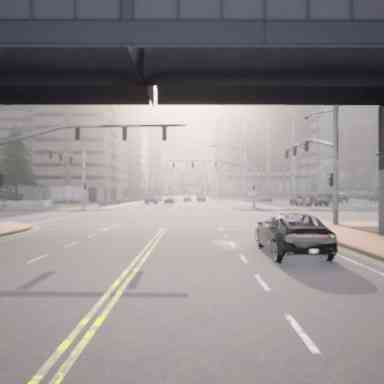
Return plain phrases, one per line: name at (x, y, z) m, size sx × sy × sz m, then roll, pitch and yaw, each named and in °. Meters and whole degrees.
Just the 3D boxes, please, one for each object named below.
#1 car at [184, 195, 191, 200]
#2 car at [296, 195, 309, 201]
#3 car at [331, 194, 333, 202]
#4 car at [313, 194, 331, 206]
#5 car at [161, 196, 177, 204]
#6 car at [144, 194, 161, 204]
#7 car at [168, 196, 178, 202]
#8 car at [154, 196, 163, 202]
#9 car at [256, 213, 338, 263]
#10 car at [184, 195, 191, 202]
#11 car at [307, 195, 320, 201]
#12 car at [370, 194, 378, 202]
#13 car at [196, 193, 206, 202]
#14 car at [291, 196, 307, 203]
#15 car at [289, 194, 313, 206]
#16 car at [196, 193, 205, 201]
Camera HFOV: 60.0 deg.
car at (-1.162, 1.482, 90.420) m, size 1.882 × 1.535 × 5.008 m, roll 0°, pitch 0°, yaw 0°
car at (27.911, 1.561, 84.321) m, size 1.970 × 1.475 × 3.806 m, roll 0°, pitch 0°, yaw 0°
car at (33.489, 1.319, 84.388) m, size 1.932 × 1.855 × 4.605 m, roll 0°, pitch 0°, yaw 0°
car at (19.537, 1.258, 51.727) m, size 1.905 × 1.878 × 3.866 m, roll 0°, pitch 0°, yaw 0°
car at (-4.506, 1.729, 65.552) m, size 1.895 × 1.301 × 4.718 m, roll 0°, pitch 0°, yaw 0°
car at (-8.004, 1.349, 65.460) m, size 2.150 × 2.045 × 5.566 m, roll 0°, pitch 0°, yaw 0°
car at (-4.601, 1.695, 81.130) m, size 2.033 × 1.411 × 5.357 m, roll 0°, pitch 0°, yaw 0°
car at (-8.100, 1.655, 81.045) m, size 1.837 × 1.490 × 4.892 m, roll 0°, pitch 0°, yaw 0°
car at (3.568, 1.515, 12.116) m, size 2.128 × 1.511 × 4.902 m, roll 0°, pitch 0°, yaw 0°
car at (-1.102, 1.754, 81.349) m, size 1.895 × 1.301 × 4.718 m, roll 0°, pitch 0°, yaw 0°
car at (30.806, 1.529, 84.329) m, size 1.784 × 1.438 × 3.905 m, roll 0°, pitch 0°, yaw 0°
car at (39.086, 1.289, 69.344) m, size 1.932 × 1.855 × 4.605 m, roll 0°, pitch 0°, yaw 0°
car at (2.403, 1.634, 80.668) m, size 1.882 × 1.535 × 5.008 m, roll 0°, pitch 0°, yaw 0°
car at (22.189, 1.531, 69.201) m, size 1.970 × 1.475 × 3.806 m, roll 0°, pitch 0°, yaw 0°
car at (16.642, 1.255, 51.772) m, size 1.932 × 1.855 × 4.605 m, roll 0°, pitch 0°, yaw 0°
car at (2.338, 1.229, 90.474) m, size 2.150 × 2.045 × 5.566 m, roll 0°, pitch 0°, yaw 0°
